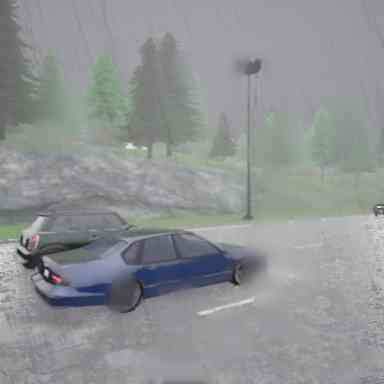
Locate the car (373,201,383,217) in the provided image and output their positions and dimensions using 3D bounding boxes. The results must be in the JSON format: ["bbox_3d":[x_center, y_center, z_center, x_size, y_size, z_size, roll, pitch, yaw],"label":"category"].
[{"bbox_3d":[18.046,1.460,29.612,4.902,1.511,2.128,0,0,-35],"label":"car"}]

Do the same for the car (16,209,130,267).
[{"bbox_3d":[-2.831,1.349,10.324,4.553,1.767,2.097,0,0,-35],"label":"car"}]

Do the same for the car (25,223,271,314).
[{"bbox_3d":[-0.629,1.544,7.596,5.357,1.411,2.033,0,0,-35],"label":"car"}]
